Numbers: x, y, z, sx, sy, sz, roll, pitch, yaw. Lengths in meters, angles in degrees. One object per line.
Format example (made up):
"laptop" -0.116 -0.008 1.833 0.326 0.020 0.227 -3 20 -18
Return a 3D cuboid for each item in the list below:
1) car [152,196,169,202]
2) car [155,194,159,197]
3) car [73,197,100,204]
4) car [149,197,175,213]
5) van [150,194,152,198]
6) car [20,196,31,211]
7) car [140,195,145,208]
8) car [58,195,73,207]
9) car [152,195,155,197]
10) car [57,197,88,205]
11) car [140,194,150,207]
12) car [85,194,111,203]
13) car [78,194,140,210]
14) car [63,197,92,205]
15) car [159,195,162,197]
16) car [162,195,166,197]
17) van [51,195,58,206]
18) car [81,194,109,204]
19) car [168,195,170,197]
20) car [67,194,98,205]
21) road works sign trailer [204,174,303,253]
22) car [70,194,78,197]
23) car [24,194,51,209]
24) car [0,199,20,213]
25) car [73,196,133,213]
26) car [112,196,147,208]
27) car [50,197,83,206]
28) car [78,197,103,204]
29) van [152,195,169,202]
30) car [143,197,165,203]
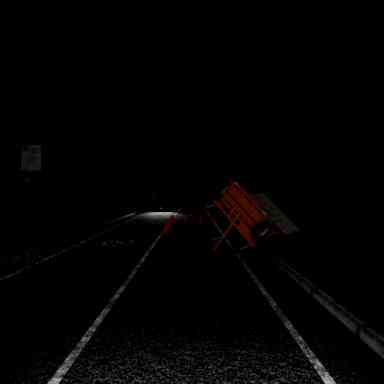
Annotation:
"car" -8.935 1.921 94.915 4.553 1.767 2.185 0 -1 0
"car" -8.849 1.634 58.476 5.008 1.535 2.097 0 -1 0
"car" -21.944 1.741 69.483 5.008 1.535 2.097 0 -1 0
"car" -3.249 1.549 36.982 1.994 1.385 4.181 0 0 0
"van" -8.730 1.332 50.068 4.442 1.987 1.878 0 -1 0
"car" -21.926 1.513 38.851 4.674 1.452 2.002 0 0 0
"car" -8.849 1.490 41.656 4.892 1.521 2.231 0 0 0
"car" -21.925 1.623 52.772 4.674 1.452 2.002 0 -1 0
"car" -8.842 1.584 52.870 4.892 1.521 2.231 0 -1 0
"car" -21.908 1.689 61.128 4.792 1.488 2.163 0 -1 0
"car" -8.872 1.259 44.464 5.566 2.045 2.435 0 0 0
"car" -21.932 1.585 77.715 5.566 2.045 2.435 0 -1 0
"car" -8.874 1.208 36.054 5.566 2.045 2.435 0 0 0
"car" -21.970 1.714 63.913 4.792 1.488 2.163 0 -1 0
"car" -8.887 1.408 61.282 5.566 2.045 2.435 0 -1 0
"car" -8.868 1.772 72.492 5.008 1.535 2.097 0 -1 0
"van" -22.040 1.307 47.202 4.442 1.987 1.878 0 0 0
"car" -21.927 1.552 75.054 5.566 2.045 2.435 0 -1 0
"car" -8.863 1.973 86.504 4.792 1.488 2.163 0 -1 0
"car" -21.917 1.460 66.699 5.566 2.045 2.435 0 -1 0
"road works sign trailer" 2.367 1.056 12.647 3.560 2.880 2.380 -5 45 -44
"car" -21.745 1.605 55.557 5.366 1.575 1.946 0 -1 0
"car" -21.892 1.385 44.421 4.553 1.767 2.185 0 0 0
"car" -21.930 1.458 36.065 5.008 1.535 2.097 0 0 0
"car" -8.841 1.450 33.251 4.892 1.521 2.231 0 0 0
"car" -8.813 1.407 47.263 4.553 1.767 2.185 0 -1 0
"car" -21.928 1.634 58.343 5.008 1.535 2.097 0 -1 0
"car" -21.950 1.810 72.143 4.674 1.452 2.002 0 -1 0
"van" -8.783 1.786 92.113 4.442 1.987 1.878 0 -1 0
"car" -8.910 1.869 78.095 4.792 1.488 2.163 0 -1 0
